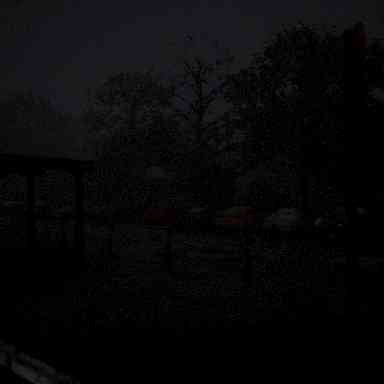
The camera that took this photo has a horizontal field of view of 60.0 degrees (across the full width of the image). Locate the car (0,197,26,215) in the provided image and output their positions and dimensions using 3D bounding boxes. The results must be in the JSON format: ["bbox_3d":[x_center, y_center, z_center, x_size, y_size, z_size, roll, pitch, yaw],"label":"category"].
[{"bbox_3d":[-17.091,1.632,34.882,2.097,1.535,5.008,0,0,35],"label":"car"}]

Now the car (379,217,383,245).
[{"bbox_3d":[10.047,1.562,15.572,2.097,1.535,5.008,0,0,35],"label":"car"}]

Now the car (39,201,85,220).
[{"bbox_3d":[-10.418,1.610,29.899,1.946,1.575,5.366,0,0,35],"label":"car"}]

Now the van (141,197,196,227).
[{"bbox_3d":[-1.197,1.363,23.709,1.878,1.987,4.442,0,0,35],"label":"van"}]

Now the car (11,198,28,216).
[{"bbox_3d":[-14.829,1.627,33.273,2.231,1.521,4.892,0,0,35],"label":"car"}]

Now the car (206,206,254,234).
[{"bbox_3d":[3.256,1.577,20.390,2.097,1.535,5.008,0,0,35],"label":"car"}]

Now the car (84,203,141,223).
[{"bbox_3d":[-5.803,1.631,26.808,2.163,1.488,4.792,0,0,35],"label":"car"}]

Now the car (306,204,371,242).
[{"bbox_3d":[7.800,1.441,17.202,2.185,1.767,4.553,0,0,35],"label":"car"}]

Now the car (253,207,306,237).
[{"bbox_3d":[5.519,1.612,18.783,2.002,1.452,4.674,0,0,35],"label":"car"}]

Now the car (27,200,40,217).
[{"bbox_3d":[-12.555,1.649,31.683,2.163,1.488,4.792,0,0,35],"label":"car"}]

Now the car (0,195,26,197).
[{"bbox_3d":[-21.635,1.393,38.073,2.435,2.045,5.566,0,0,35],"label":"car"}]

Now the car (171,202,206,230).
[{"bbox_3d":[0.994,1.623,22.002,2.002,1.452,4.674,0,0,35],"label":"car"}]
